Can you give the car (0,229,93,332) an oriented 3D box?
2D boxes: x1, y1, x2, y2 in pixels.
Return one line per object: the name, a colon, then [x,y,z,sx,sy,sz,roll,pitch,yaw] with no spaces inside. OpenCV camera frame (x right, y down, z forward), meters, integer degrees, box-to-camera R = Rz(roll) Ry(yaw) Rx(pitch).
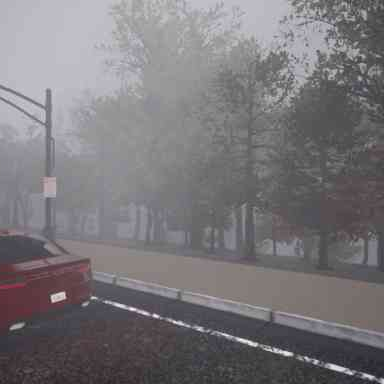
car: [-4.086,1.477,6.598,5.008,1.535,1.882,0,0,36]
